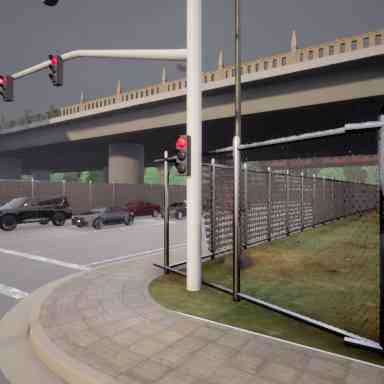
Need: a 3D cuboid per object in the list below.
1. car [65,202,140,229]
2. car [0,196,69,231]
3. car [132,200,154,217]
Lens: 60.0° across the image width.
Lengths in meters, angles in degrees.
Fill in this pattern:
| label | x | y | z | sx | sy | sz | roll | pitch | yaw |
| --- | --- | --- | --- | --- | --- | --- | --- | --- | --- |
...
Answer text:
| label | x | y | z | sx | sy | sz | roll | pitch | yaw |
| --- | --- | --- | --- | --- | --- | --- | --- | --- | --- |
| car | -5.857 | 1.619 | 22.224 | 1.994 | 1.385 | 4.181 | 0 | 0 | 35 |
| car | -10.576 | 1.277 | 21.628 | 2.150 | 2.045 | 5.566 | 0 | 0 | 36 |
| car | -4.901 | 1.533 | 29.630 | 1.882 | 1.535 | 5.008 | 0 | 0 | 35 |
